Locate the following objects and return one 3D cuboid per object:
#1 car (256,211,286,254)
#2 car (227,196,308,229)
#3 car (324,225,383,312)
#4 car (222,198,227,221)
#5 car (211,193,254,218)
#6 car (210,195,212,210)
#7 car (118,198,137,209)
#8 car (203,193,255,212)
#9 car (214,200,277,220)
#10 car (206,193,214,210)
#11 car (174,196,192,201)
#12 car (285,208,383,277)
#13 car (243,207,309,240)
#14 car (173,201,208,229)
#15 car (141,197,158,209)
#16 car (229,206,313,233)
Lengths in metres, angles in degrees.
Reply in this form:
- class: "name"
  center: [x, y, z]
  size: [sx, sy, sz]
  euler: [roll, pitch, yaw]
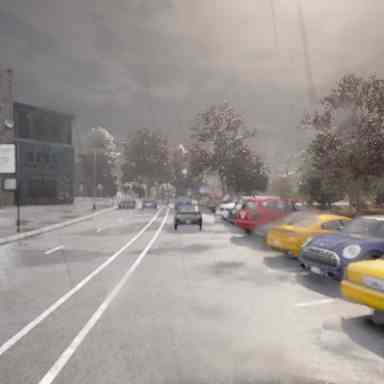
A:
- class: "car"
  center: [5.215, 1.605, 12.352]
  size: [5.008, 1.535, 2.097]
  euler: [1, -1, -21]
- class: "car"
  center: [5.125, 1.388, 18.313]
  size: [5.566, 2.045, 2.435]
  euler: [1, 0, -22]
- class: "car"
  center: [5.469, 1.549, 6.477]
  size: [5.366, 1.575, 1.946]
  euler: [1, -1, -21]
- class: "car"
  center: [4.899, 1.506, 24.233]
  size: [4.553, 1.767, 2.185]
  euler: [1, 0, -22]
- class: "car"
  center: [4.800, 1.361, 27.201]
  size: [5.566, 2.045, 2.435]
  euler: [1, 1, -22]
- class: "car"
  center: [4.607, 1.419, 33.171]
  size: [4.553, 1.767, 2.185]
  euler: [0, 1, -23]
- class: "car"
  center: [-8.221, 1.506, 42.756]
  size: [1.994, 1.385, 4.181]
  euler: [0, 1, -3]
- class: "car"
  center: [4.314, 1.201, 39.109]
  size: [5.566, 2.045, 2.435]
  euler: [0, 1, -23]
- class: "car"
  center: [4.875, 1.582, 30.273]
  size: [5.366, 1.575, 1.946]
  euler: [0, 0, -23]
- class: "car"
  center: [4.415, 1.247, 36.109]
  size: [5.566, 2.045, 2.435]
  euler: [0, 1, -23]
- class: "car"
  center: [-1.104, 1.278, 41.363]
  size: [2.097, 1.767, 4.553]
  euler: [0, 1, -3]
- class: "car"
  center: [5.294, 1.453, 9.387]
  size: [4.553, 1.767, 2.185]
  euler: [1, 0, -21]
- class: "car"
  center: [5.173, 1.629, 15.321]
  size: [4.892, 1.521, 2.231]
  euler: [1, 0, -21]
- class: "car"
  center: [-0.293, 1.641, 22.992]
  size: [2.128, 1.511, 4.902]
  euler: [0, 0, -2]
- class: "car"
  center: [-5.426, 1.424, 42.920]
  size: [2.128, 1.511, 4.902]
  euler: [0, 1, -3]
- class: "car"
  center: [5.043, 1.671, 21.286]
  size: [4.792, 1.488, 2.163]
  euler: [1, 0, -22]
